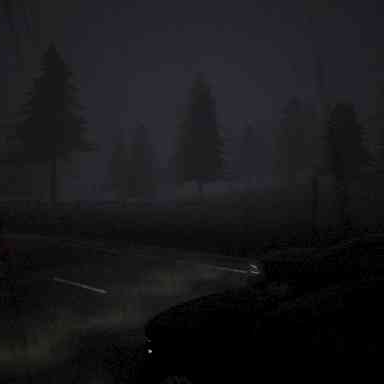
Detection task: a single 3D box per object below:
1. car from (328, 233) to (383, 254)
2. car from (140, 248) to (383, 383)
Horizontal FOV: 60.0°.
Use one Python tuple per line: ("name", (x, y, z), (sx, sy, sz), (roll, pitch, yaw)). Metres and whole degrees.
("car", (3.422, 1.477, 5.854), (5.008, 1.535, 1.882), (0, 0, 35))
("car", (1.767, 1.478, 2.733), (5.008, 1.535, 1.882), (0, 0, 35))
